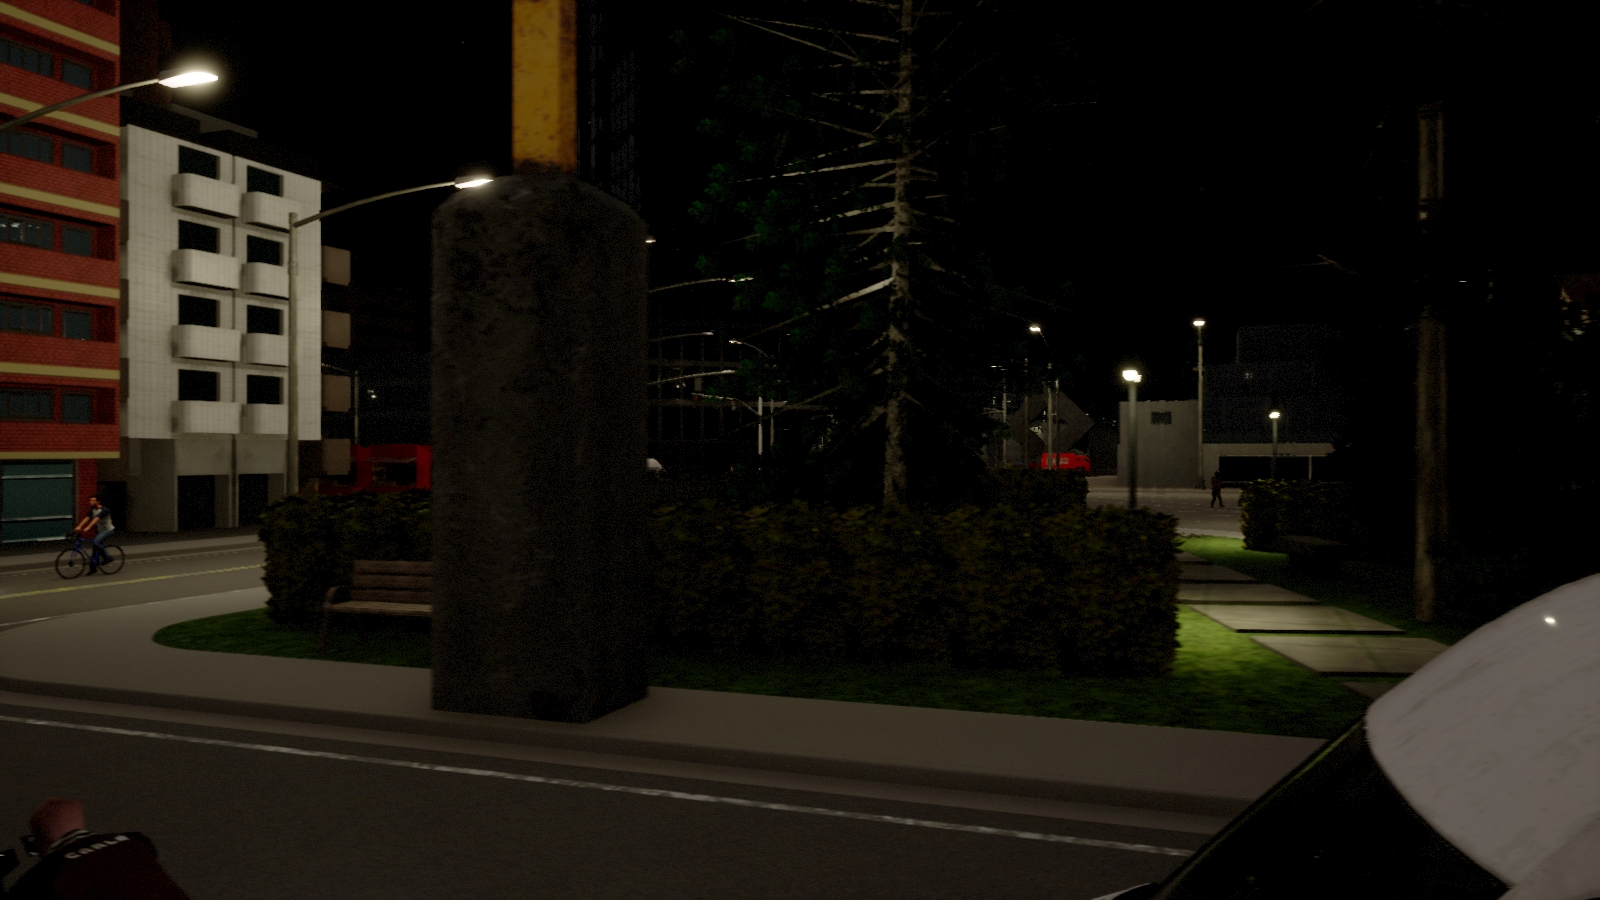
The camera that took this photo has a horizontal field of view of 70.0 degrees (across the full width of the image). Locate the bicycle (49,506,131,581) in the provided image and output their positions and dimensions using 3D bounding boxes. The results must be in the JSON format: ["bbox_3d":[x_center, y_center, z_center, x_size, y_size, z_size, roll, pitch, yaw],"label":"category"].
[{"bbox_3d":[-15.676,2.044,25.270,0.373,1.521,1.643,0,0,20],"label":"bicycle"}]

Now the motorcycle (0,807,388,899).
[{"bbox_3d":[-2.745,2.204,4.294,2.209,1.254,0.867,0,0,20],"label":"motorcycle"}]

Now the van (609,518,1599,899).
[{"bbox_3d":[2.722,1.534,2.287,5.915,2.561,1.988,0,0,20],"label":"van"}]
